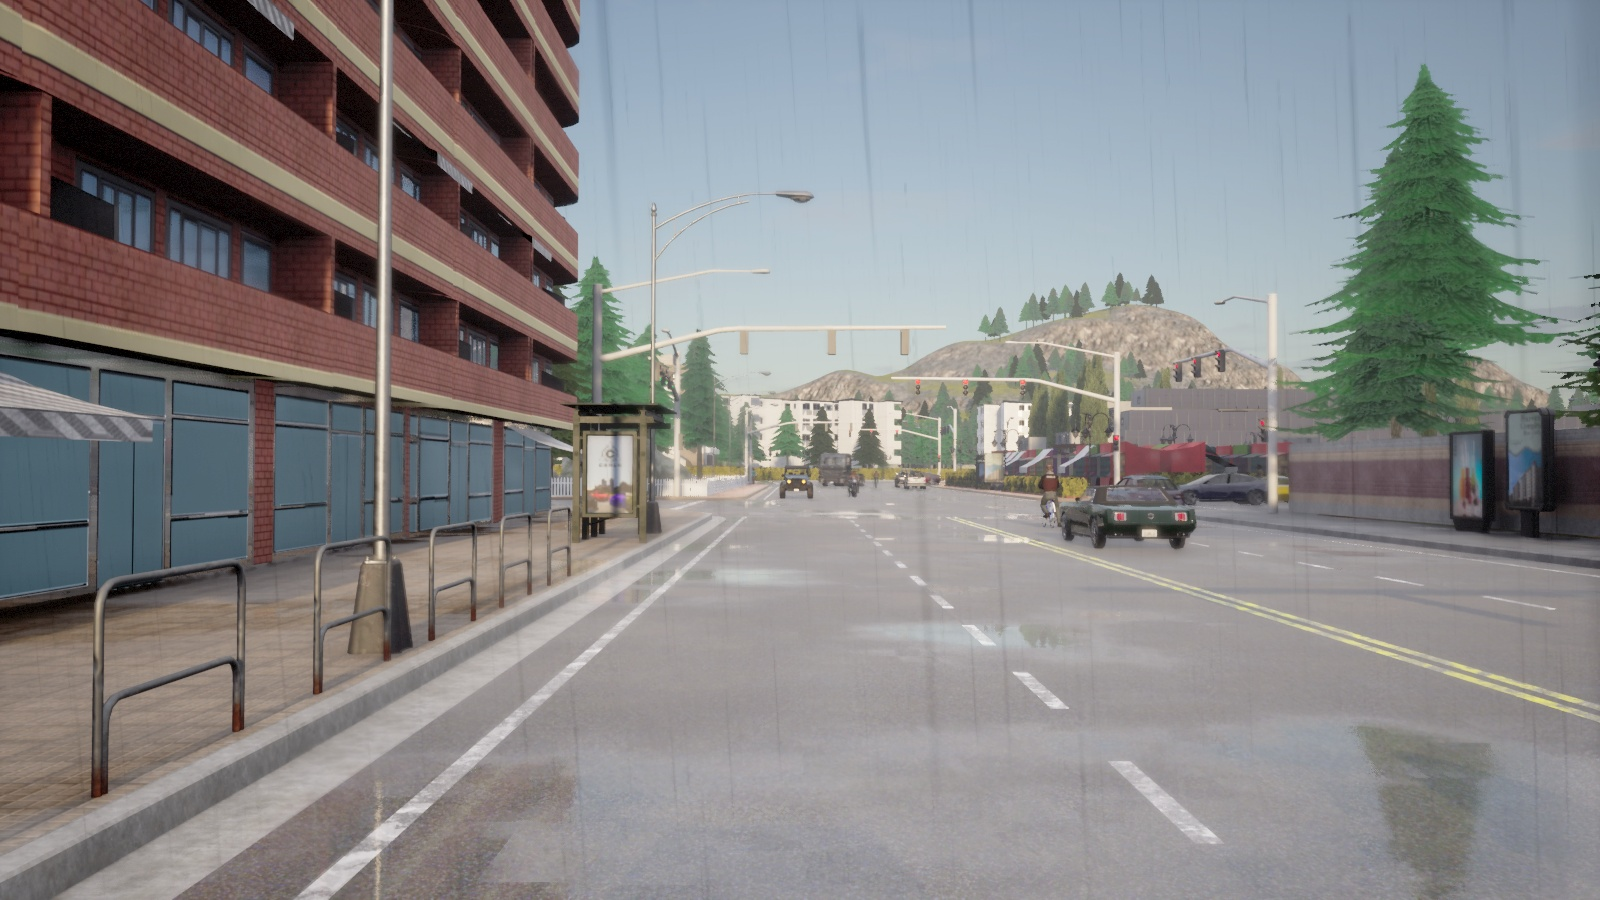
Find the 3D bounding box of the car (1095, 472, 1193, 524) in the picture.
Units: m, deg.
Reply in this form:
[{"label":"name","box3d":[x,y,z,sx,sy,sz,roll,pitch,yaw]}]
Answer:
[{"label":"car","box3d":[10.400,1.428,38.265,1.816,1.474,4.193,0,-1,0]}]

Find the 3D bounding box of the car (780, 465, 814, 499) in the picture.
[{"label":"car","box3d":[-0.188,1.817,72.000,1.905,1.878,3.866,0,-1,0]}]

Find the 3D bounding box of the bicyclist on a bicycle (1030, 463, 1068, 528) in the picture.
[{"label":"bicyclist on a bicycle","box3d":[6.908,1.242,34.922,0.659,1.776,1.843,0,-1,0]}]

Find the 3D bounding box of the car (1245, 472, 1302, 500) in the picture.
[{"label":"car","box3d":[23.082,1.748,61.287,2.207,1.376,1.481,0,-1,-1]}]

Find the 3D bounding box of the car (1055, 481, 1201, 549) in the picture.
[{"label":"car","box3d":[6.929,1.340,27.048,1.895,1.301,4.718,0,-1,0]}]

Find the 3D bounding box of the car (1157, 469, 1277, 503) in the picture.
[{"label":"car","box3d":[19.128,1.650,57.739,4.792,1.488,2.163,0,-1,-1]}]
